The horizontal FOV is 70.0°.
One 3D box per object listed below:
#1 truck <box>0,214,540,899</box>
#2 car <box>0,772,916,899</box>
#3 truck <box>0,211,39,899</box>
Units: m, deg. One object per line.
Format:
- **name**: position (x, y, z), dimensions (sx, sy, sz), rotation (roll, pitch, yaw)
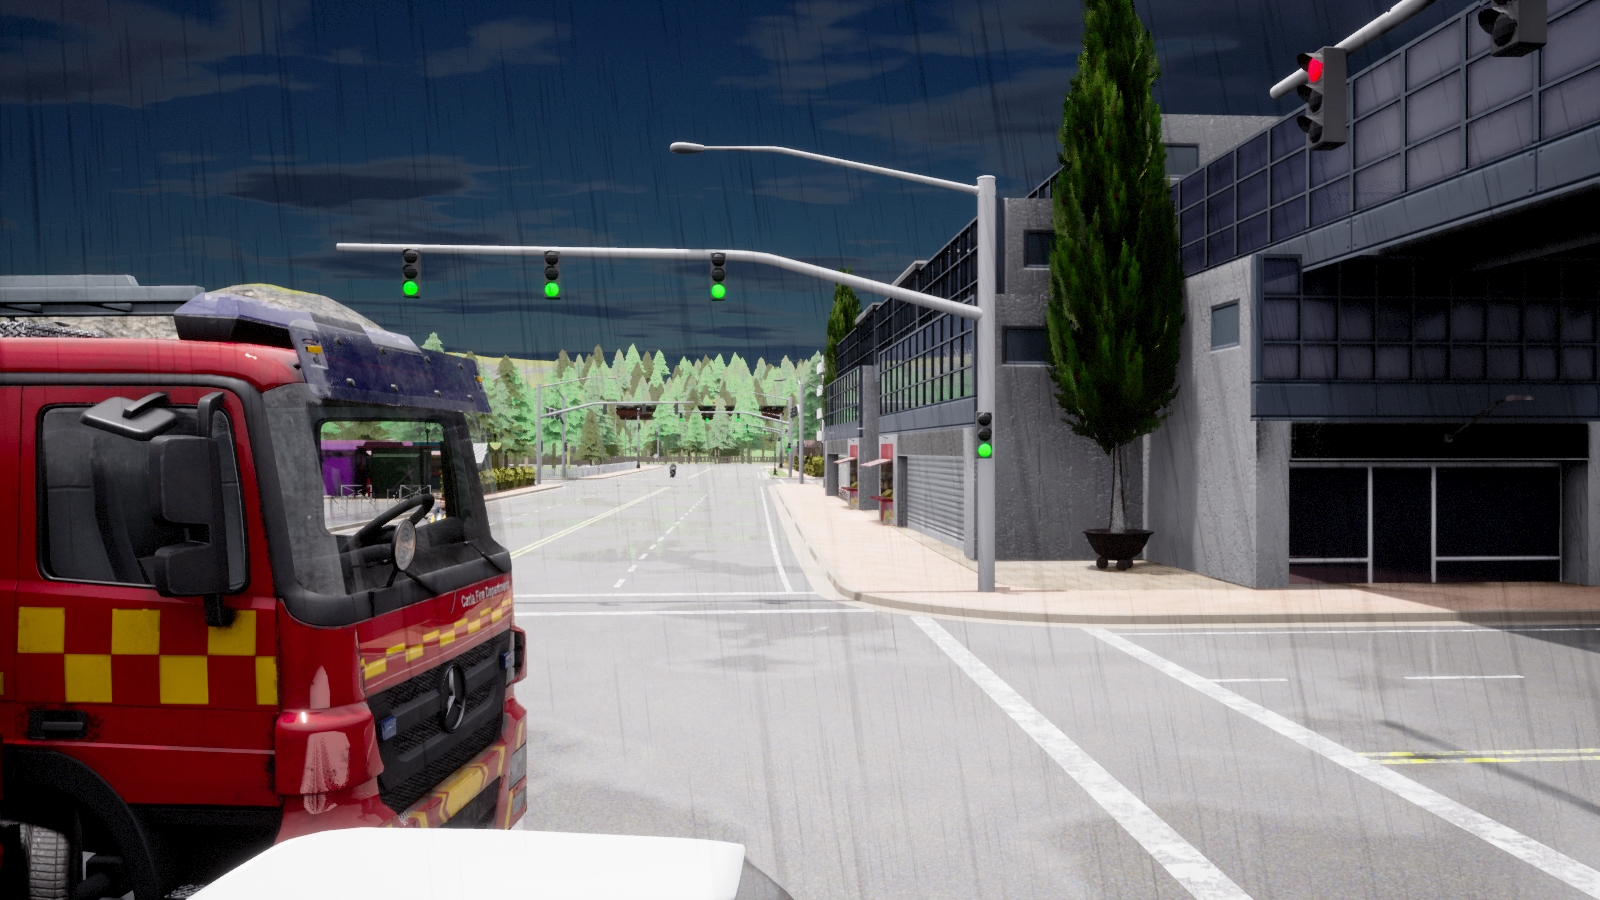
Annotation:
- **truck**: position (-6.102, 0.890, 6.659), dimensions (8.468, 3.827, 2.891), rotation (0, 0, 4)
- **car**: position (-1.549, 2.065, 3.579), dimensions (3.806, 1.475, 1.970), rotation (0, 0, 5)
- **truck**: position (-7.587, 0.890, 3.490), dimensions (8.468, 3.827, 2.891), rotation (0, 0, -3)
